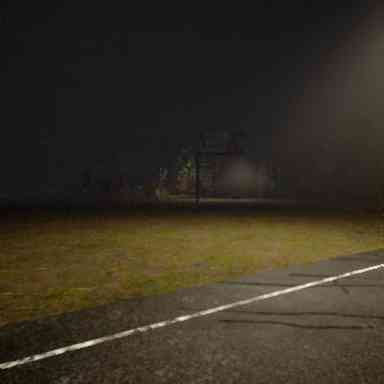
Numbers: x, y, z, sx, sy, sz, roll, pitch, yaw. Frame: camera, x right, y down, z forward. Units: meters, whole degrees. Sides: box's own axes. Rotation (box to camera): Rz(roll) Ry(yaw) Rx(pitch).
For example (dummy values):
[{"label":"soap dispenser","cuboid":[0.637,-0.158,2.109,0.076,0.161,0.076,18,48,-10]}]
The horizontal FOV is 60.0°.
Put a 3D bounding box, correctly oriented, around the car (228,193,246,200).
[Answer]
[{"label":"car","cuboid":[10.375,0.996,76.852,2.097,1.767,4.553,0,0,-34]}]
